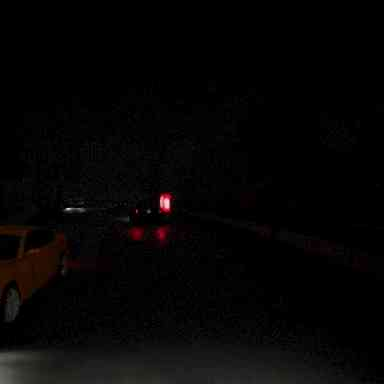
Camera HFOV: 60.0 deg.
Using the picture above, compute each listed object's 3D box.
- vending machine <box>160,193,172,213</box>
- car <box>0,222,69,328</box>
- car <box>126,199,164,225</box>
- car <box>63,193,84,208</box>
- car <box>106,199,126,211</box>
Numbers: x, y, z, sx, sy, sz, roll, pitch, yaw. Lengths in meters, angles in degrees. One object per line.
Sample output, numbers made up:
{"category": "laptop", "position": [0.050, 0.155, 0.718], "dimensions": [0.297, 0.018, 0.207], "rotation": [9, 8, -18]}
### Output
{"category": "vending machine", "position": [-2.787, 1.177, 35.412], "dimensions": [1.100, 2.100, 0.880], "rotation": [0, 0, -20]}
{"category": "car", "position": [-4.100, 1.483, 7.103], "dimensions": [1.882, 1.535, 5.008], "rotation": [0, 0, -6]}
{"category": "car", "position": [-3.418, 1.343, 24.347], "dimensions": [2.097, 1.767, 4.553], "rotation": [0, 0, -14]}
{"category": "car", "position": [-17.734, 1.234, 49.593], "dimensions": [2.150, 2.045, 5.566], "rotation": [0, 0, -29]}
{"category": "car", "position": [-9.465, 1.542, 41.444], "dimensions": [2.033, 1.411, 5.357], "rotation": [0, 0, -24]}
